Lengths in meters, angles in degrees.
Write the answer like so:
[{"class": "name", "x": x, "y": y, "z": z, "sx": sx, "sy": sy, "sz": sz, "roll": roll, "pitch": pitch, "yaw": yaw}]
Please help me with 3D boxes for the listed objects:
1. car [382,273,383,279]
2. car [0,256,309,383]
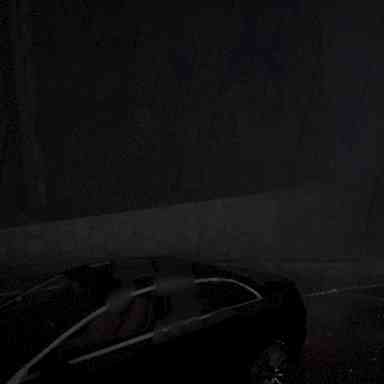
[{"class": "car", "x": 7.269, "y": 2.278, "z": 9.286, "sx": 4.718, "sy": 1.301, "sz": 1.895, "roll": 8, "pitch": -5, "yaw": -36}, {"class": "car", "x": -0.837, "y": 1.527, "z": 3.390, "sx": 4.902, "sy": 1.511, "sz": 2.128, "roll": -1, "pitch": 0, "yaw": -36}]
